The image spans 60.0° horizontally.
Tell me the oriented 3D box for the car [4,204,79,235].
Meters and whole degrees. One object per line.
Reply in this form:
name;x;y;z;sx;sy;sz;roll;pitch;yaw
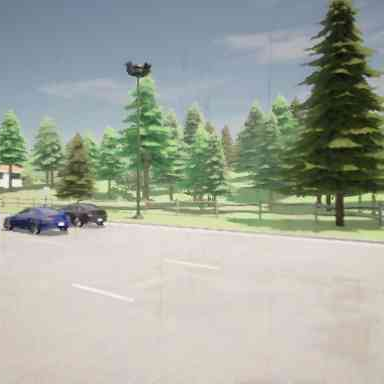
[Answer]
car;-8.754;1.529;18.838;4.674;1.442;1.812;0;0;36

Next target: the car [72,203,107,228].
car;-7.796;1.508;22.455;4.892;1.490;1.837;0;0;36
